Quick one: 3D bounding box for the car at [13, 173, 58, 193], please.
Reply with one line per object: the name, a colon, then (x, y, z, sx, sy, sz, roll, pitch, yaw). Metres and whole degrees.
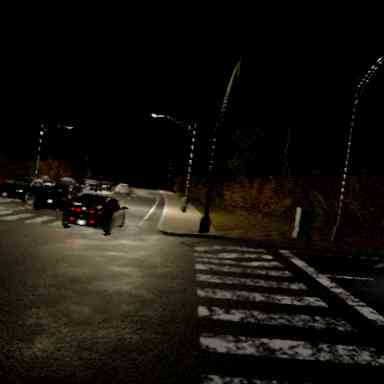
car: (-14.796, -0.893, 31.798, 2.128, 1.511, 4.902, 8, 1, -3)

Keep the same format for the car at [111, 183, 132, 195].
car: (-9.180, -0.350, 44.873, 1.812, 1.442, 4.674, 8, 1, -5)

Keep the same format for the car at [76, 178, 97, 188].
car: (-16.373, -1.367, 51.829, 1.895, 1.301, 4.718, 8, 1, -6)

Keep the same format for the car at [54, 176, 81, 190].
car: (-15.448, -1.094, 41.550, 1.994, 1.385, 4.181, 8, 1, -5)

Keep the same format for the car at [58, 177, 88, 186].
car: (-11.528, -0.360, 30.797, 1.994, 1.385, 4.181, 8, 1, -3)

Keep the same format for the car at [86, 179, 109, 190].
car: (-12.146, -0.708, 40.793, 2.128, 1.511, 4.902, 8, 1, -4)

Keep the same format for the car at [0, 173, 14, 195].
car: (-14.308, -0.616, 22.692, 1.812, 1.442, 4.674, 8, 1, -3)

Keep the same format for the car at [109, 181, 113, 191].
car: (-13.041, -1.014, 50.963, 2.128, 1.511, 4.902, 8, 1, -5)

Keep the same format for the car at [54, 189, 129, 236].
car: (-4.048, 0.868, 14.471, 1.837, 1.490, 4.892, 9, -1, -2)

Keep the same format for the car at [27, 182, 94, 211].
car: (-7.519, 0.400, 19.428, 1.994, 1.385, 4.181, 8, 1, -3)

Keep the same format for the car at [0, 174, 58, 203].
car: (-11.041, -0.196, 21.924, 2.128, 1.511, 4.902, 8, 1, -3)
